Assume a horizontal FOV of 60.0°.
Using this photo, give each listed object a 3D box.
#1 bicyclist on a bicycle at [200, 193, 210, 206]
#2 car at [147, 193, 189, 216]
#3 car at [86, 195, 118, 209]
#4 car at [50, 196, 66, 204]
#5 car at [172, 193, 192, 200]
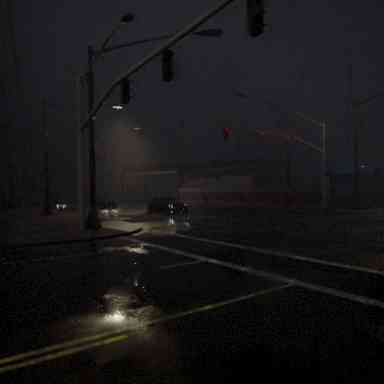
[{"bbox_3d":[1.711,0.977,43.338,1.656,1.620,0.582,-1,1,-37],"label":"bicyclist on a bicycle"},{"bbox_3d":[-2.283,1.215,30.309,2.097,1.767,4.553,-1,1,-37],"label":"car"},{"bbox_3d":[-11.346,1.432,42.501,2.033,1.411,5.357,-1,1,-37],"label":"car"},{"bbox_3d":[-24.195,1.408,59.930,2.128,1.511,4.902,-1,1,-36],"label":"car"},{"bbox_3d":[-2.167,0.918,71.268,3.806,1.475,1.970,-1,1,-35],"label":"car"}]
